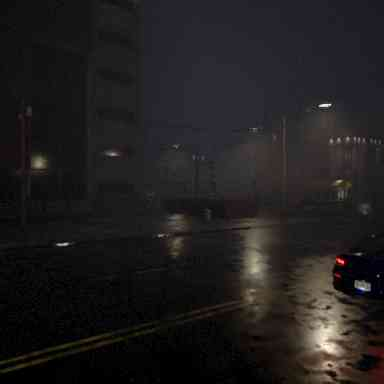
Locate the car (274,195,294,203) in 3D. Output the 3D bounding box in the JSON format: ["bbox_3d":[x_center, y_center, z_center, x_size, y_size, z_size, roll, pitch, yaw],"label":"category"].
[{"bbox_3d":[19.162,1.448,69.026,3.806,1.475,1.970,0,0,-36],"label":"car"}]

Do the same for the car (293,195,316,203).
[{"bbox_3d":[22.065,1.416,65.023,4.674,1.452,2.002,0,0,-36],"label":"car"}]

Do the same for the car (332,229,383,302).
[{"bbox_3d":[4.968,1.525,7.332,4.674,1.442,1.812,0,0,-35],"label":"car"}]

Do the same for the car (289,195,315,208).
[{"bbox_3d":[15.141,1.251,45.967,4.553,1.767,2.185,0,0,-36],"label":"car"}]

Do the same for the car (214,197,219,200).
[{"bbox_3d":[4.416,1.572,60.548,4.718,1.301,1.895,0,0,-36],"label":"car"}]
